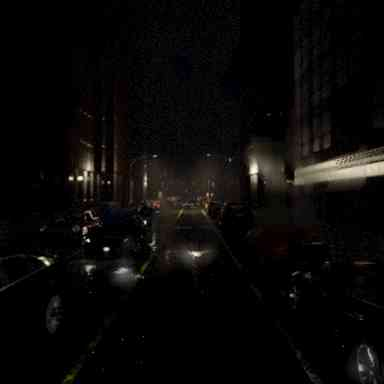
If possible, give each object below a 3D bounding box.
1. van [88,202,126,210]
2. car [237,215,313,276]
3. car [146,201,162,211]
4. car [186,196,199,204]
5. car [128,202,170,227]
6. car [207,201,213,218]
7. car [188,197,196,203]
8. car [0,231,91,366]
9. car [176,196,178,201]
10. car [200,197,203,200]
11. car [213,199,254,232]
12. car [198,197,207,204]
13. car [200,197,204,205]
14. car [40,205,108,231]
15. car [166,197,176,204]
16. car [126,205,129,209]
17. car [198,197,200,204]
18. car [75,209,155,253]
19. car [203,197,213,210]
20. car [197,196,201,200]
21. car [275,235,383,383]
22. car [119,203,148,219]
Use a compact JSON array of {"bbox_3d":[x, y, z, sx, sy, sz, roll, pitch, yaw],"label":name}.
[{"bbox_3d":[-5.734,1.560,21.795,1.690,1.788,3.998,0,-1,0],"label":"van"},{"bbox_3d":[2.777,1.649,10.493,1.887,1.381,4.507,0,-1,0],"label":"car"},{"bbox_3d":[-5.703,2.023,50.015,1.887,1.381,4.507,0,-1,0],"label":"car"},{"bbox_3d":[0.090,2.254,81.353,1.837,1.490,4.892,0,-1,0],"label":"car"},{"bbox_3d":[-3.060,1.738,24.816,2.128,1.511,4.902,0,0,0],"label":"car"},{"bbox_3d":[2.803,1.870,33.068,1.887,1.381,4.507,0,-1,0],"label":"car"},{"bbox_3d":[0.101,2.245,91.514,2.128,1.511,4.902,0,-1,0],"label":"car"},{"bbox_3d":[-3.129,1.529,3.974,2.128,1.511,4.902,0,-1,1],"label":"car"},{"bbox_3d":[-5.658,2.161,89.522,2.192,1.841,5.009,0,-1,0],"label":"car"},{"bbox_3d":[2.835,2.101,61.457,1.752,1.417,4.829,0,-1,0],"label":"car"},{"bbox_3d":[2.791,1.533,21.783,2.192,1.841,5.009,0,-1,0],"label":"car"},{"bbox_3d":[2.866,2.159,89.503,2.192,1.841,5.009,0,-1,0],"label":"car"},{"bbox_3d":[2.829,2.070,55.643,1.887,1.381,4.507,0,0,0],"label":"car"},{"bbox_3d":[-5.741,1.603,16.150,1.967,1.590,4.097,0,-1,0],"label":"car"},{"bbox_3d":[-5.666,2.355,83.876,1.947,1.339,4.313,0,-1,0],"label":"car"},{"bbox_3d":[-5.729,1.856,27.437,1.802,1.307,4.206,0,-1,0],"label":"car"},{"bbox_3d":[2.841,2.191,66.929,1.947,1.339,4.313,0,-1,0],"label":"car"},{"bbox_3d":[-3.073,1.694,14.599,2.033,1.411,5.357,0,-1,0],"label":"car"},{"bbox_3d":[2.811,1.692,38.714,2.192,1.841,5.009,0,-1,0],"label":"car"},{"bbox_3d":[2.853,2.297,78.215,1.947,1.339,4.313,0,-1,0],"label":"car"},{"bbox_3d":[2.771,1.612,4.849,1.947,1.339,4.313,0,-1,0],"label":"car"},{"bbox_3d":[-5.722,1.878,33.082,2.008,1.369,4.403,0,-1,0],"label":"car"}]
